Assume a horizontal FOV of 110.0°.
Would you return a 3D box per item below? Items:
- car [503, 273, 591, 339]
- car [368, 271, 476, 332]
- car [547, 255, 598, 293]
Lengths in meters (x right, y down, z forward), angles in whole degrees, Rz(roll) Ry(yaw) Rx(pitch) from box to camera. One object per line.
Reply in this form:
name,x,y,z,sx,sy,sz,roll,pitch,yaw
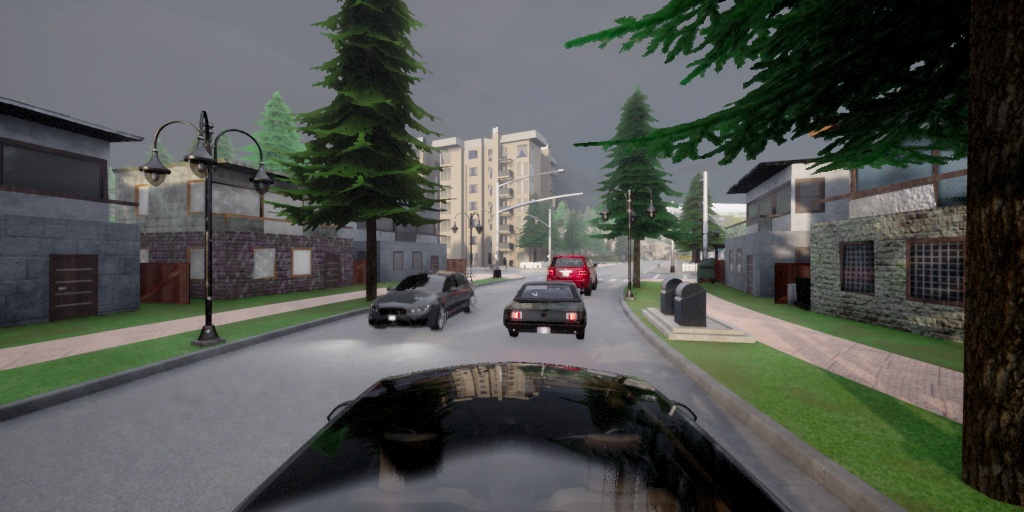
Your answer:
car,1.073,1.351,10.100,1.895,1.301,4.718,0,0,9
car,-2.500,1.255,11.098,1.837,1.490,4.892,0,0,10
car,3.370,0.971,19.596,2.150,2.045,5.566,0,0,18
